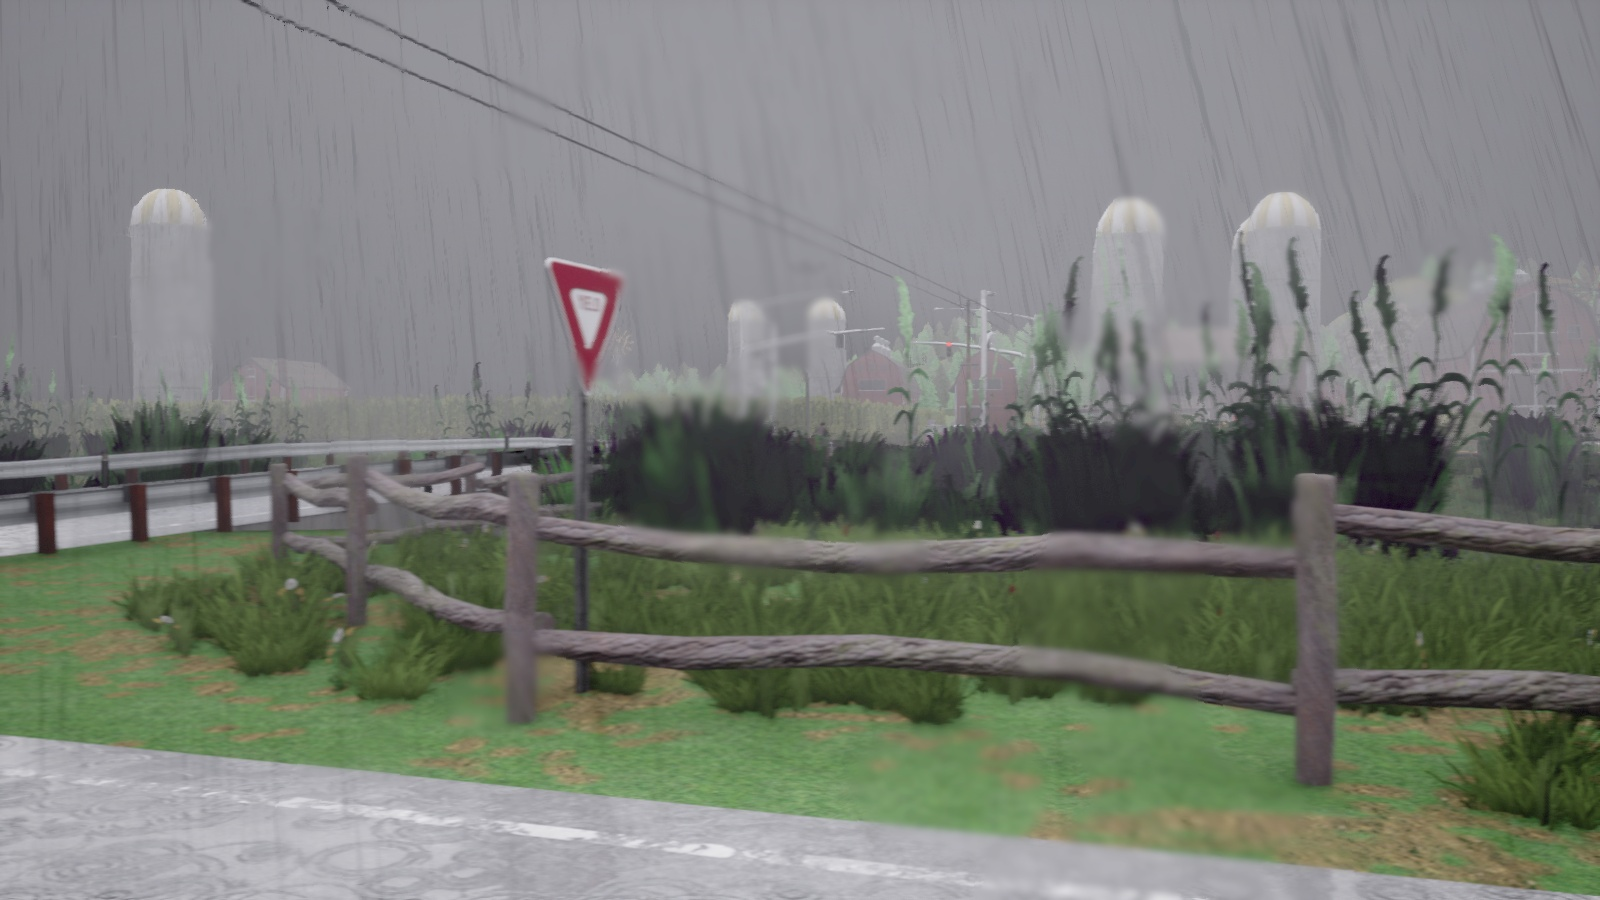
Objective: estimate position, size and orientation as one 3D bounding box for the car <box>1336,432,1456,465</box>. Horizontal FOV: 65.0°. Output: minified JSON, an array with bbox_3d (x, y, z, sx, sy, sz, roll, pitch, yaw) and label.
[{"bbox_3d":[28.997,-0.091,61.232,5.008,1.535,1.882,1,1,15],"label":"car"}]
